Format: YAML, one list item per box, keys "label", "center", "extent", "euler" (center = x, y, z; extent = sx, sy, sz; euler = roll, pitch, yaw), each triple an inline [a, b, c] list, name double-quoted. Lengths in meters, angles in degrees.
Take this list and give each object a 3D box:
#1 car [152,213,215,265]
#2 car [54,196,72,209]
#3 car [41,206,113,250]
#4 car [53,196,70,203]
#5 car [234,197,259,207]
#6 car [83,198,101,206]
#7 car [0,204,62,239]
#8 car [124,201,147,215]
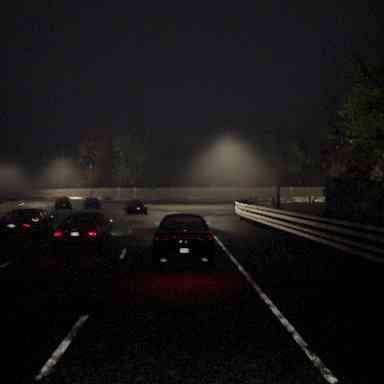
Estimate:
- label: "car"
  center: [-0.309, 1.483, 11.758]
  extent: [1.882, 1.535, 5.008]
  euler: [0, 0, -2]
- label: "car"
  center: [-17.139, 1.640, 44.199]
  extent: [1.994, 1.385, 4.181]
  euler: [0, 0, -24]
- label: "car"
  center: [-4.579, 1.569, 14.462]
  extent: [2.033, 1.411, 5.357]
  euler: [0, 0, -8]
- label: "car"
  center: [-29.581, 1.610, 75.554]
  extent: [1.882, 1.535, 5.008]
  euler: [0, 0, -43]
- label: "car"
  center: [7.905, 1.464, 47.528]
  extent: [1.882, 1.535, 5.008]
  euler: [-1, 0, 36]
- label: "car"
  center: [-13.436, 1.541, 44.516]
  extent: [1.882, 1.535, 5.008]
  euler: [0, 0, -24]
- label: "car"
  center: [-8.613, 1.584, 17.535]
  extent: [2.033, 1.411, 5.357]
  euler: [0, 0, -10]
- label: "car"
  center: [-5.952, 1.597, 34.813]
  extent: [1.994, 1.385, 4.181]
  euler: [0, 0, -18]
